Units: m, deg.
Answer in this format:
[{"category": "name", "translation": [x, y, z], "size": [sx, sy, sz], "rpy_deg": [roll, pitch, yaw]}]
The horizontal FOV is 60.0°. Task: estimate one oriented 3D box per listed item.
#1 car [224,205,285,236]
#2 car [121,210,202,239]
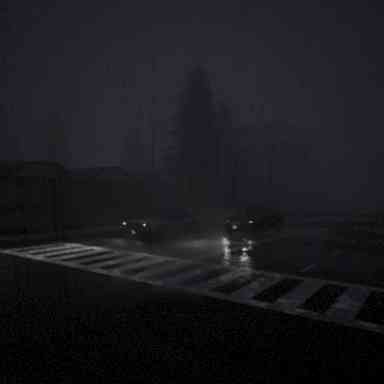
[{"category": "car", "translation": [3.672, 1.533, 18.998], "size": [2.128, 1.511, 4.902], "rpy_deg": [0, 0, 38]}, {"category": "car", "translation": [-1.528, 1.662, 18.001], "size": [1.895, 1.301, 4.718], "rpy_deg": [0, 0, 38]}]
